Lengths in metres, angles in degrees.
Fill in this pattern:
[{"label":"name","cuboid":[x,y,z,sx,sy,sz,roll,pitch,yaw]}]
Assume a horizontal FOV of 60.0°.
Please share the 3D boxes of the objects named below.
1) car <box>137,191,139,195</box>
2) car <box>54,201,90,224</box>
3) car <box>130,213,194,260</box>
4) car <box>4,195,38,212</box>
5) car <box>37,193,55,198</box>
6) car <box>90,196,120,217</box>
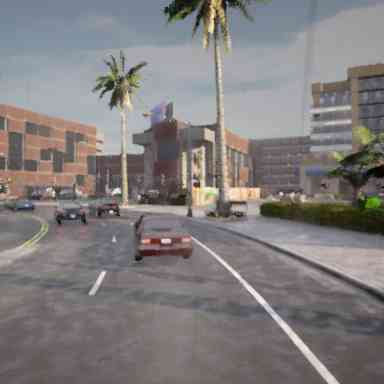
[{"label":"car","cuboid":[-11.442,0.983,72.517,4.674,1.452,2.002,0,0,24]},{"label":"car","cuboid":[-8.772,1.403,23.786,1.812,1.442,4.674,0,0,-26]},{"label":"car","cuboid":[-1.237,1.470,12.209,2.033,1.411,5.357,0,0,-11]},{"label":"car","cuboid":[-19.222,1.396,37.053,4.181,1.385,1.994,0,0,41]},{"label":"car","cuboid":[-31.386,0.924,68.865,4.553,1.767,2.185,0,0,24]},{"label":"car","cuboid":[-7.780,1.343,29.022,1.837,1.490,4.892,0,0,-31]}]
